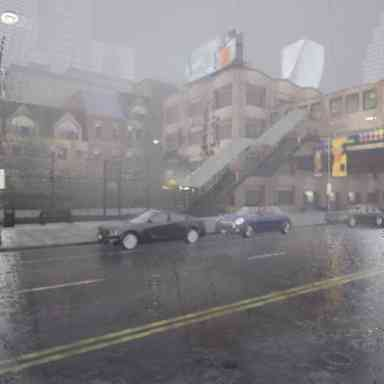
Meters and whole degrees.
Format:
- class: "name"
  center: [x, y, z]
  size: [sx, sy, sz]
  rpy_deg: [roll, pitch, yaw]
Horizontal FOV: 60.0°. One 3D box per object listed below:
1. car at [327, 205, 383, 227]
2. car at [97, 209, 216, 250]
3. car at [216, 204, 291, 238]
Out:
- class: "car"
  center: [12.282, 1.749, 24.911]
  size: [4.892, 1.521, 2.231]
  rpy_deg: [1, 0, -26]
- class: "car"
  center: [-1.662, 1.559, 14.842]
  size: [5.008, 1.535, 2.097]
  rpy_deg: [1, 0, -36]
- class: "car"
  center: [3.489, 1.504, 18.686]
  size: [4.553, 1.767, 2.185]
  rpy_deg: [1, 0, -36]
